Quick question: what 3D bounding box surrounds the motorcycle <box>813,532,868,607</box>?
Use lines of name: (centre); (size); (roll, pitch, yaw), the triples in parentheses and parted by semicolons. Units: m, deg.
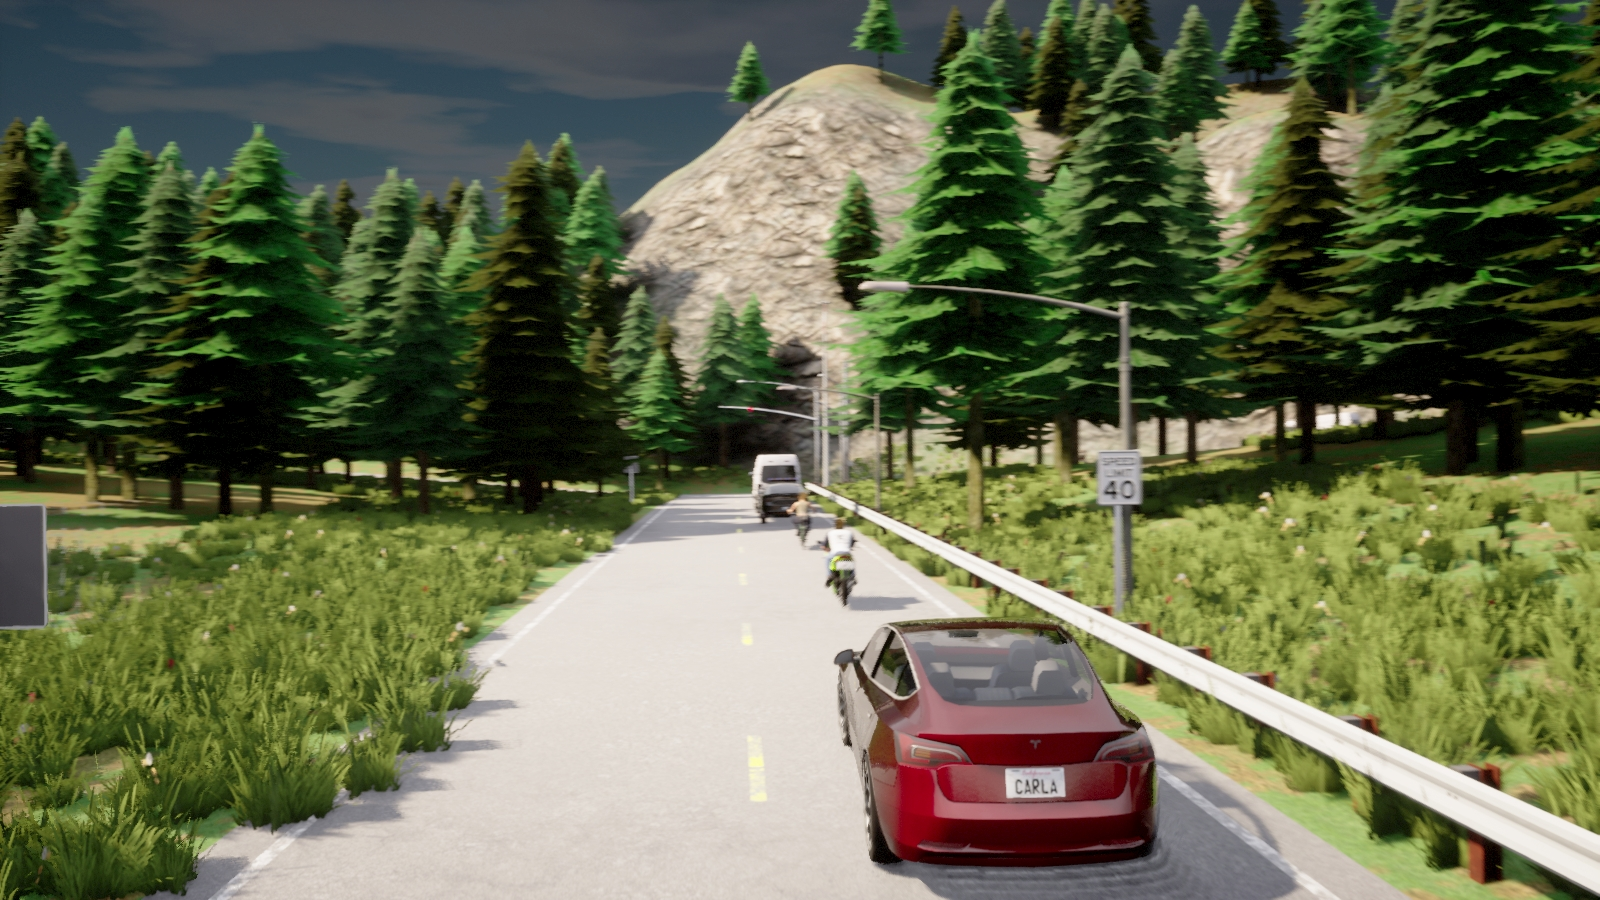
motorcycle: (0.714, 2.149, 20.938); (0.803, 1.145, 2.033); (-1, 0, -3)

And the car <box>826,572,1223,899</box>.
car: (1.414, 2.014, 9.286); (2.163, 1.488, 4.792); (-1, 0, -1)

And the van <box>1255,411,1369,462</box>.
van: (31.499, -0.802, 70.460); (1.988, 2.561, 5.915); (-1, -4, -44)

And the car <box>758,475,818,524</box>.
car: (-0.532, 1.886, 44.585); (2.097, 1.638, 5.238); (-1, 0, -3)

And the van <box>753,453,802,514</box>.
van: (-1.087, 1.430, 51.983); (1.988, 2.561, 5.915); (-1, 0, -3)
